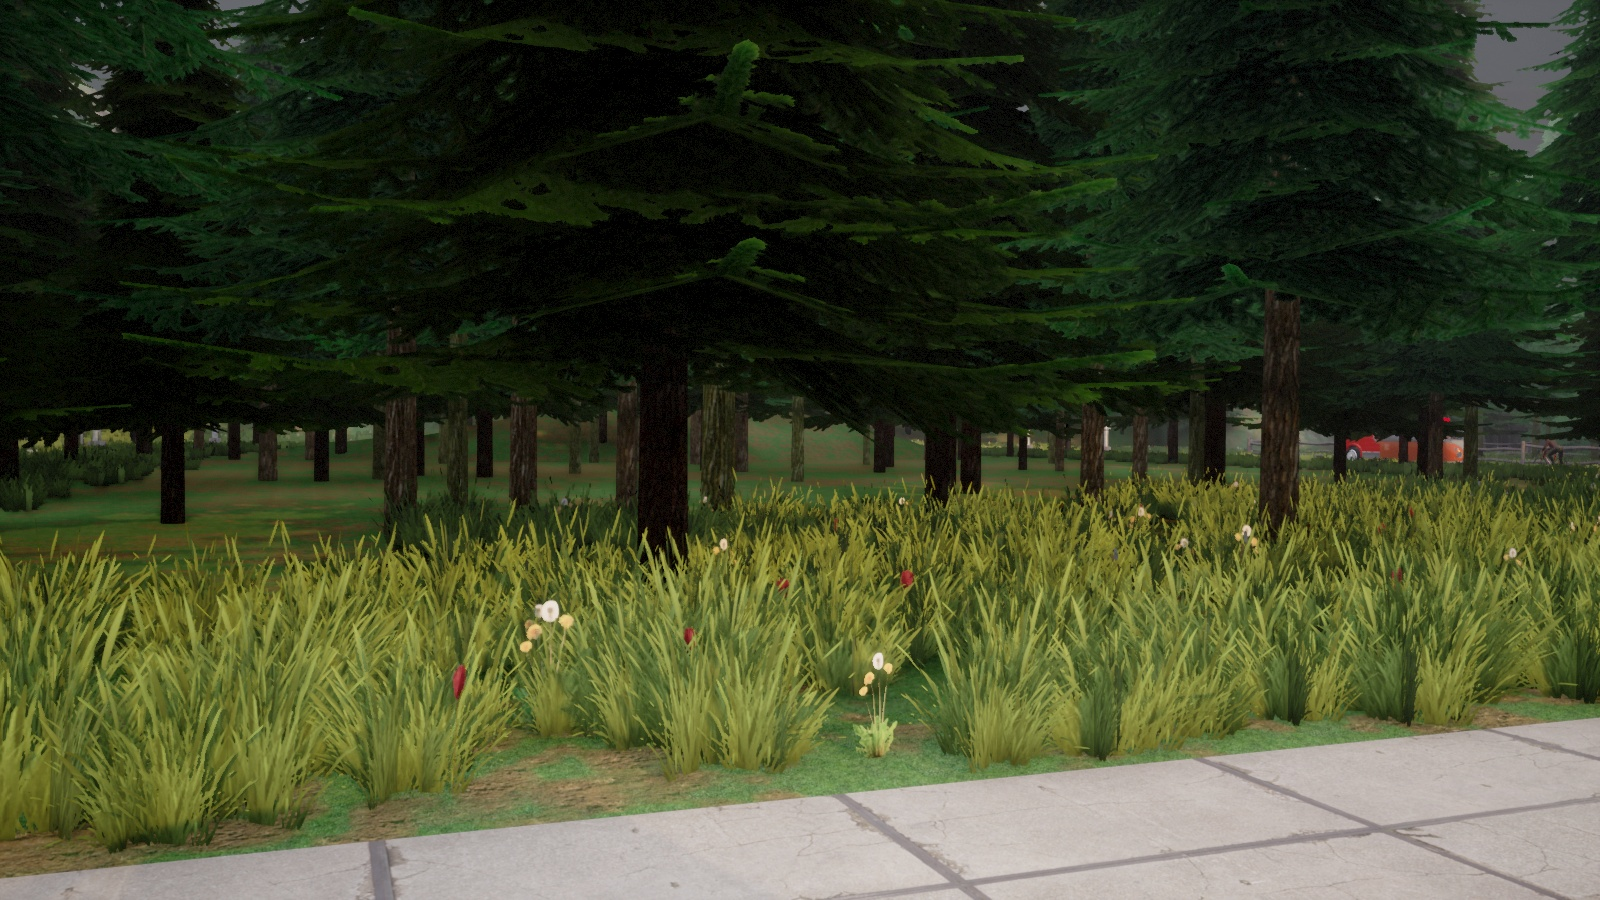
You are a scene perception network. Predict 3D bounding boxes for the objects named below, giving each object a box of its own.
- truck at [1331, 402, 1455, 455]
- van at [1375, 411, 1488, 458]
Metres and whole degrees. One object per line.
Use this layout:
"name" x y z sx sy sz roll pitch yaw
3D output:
"truck" 29.091 -1.039 61.830 2.627 2.467 5.204 -1 1 -20
"van" 27.714 -0.678 55.279 1.775 1.987 4.442 -1 1 -20
